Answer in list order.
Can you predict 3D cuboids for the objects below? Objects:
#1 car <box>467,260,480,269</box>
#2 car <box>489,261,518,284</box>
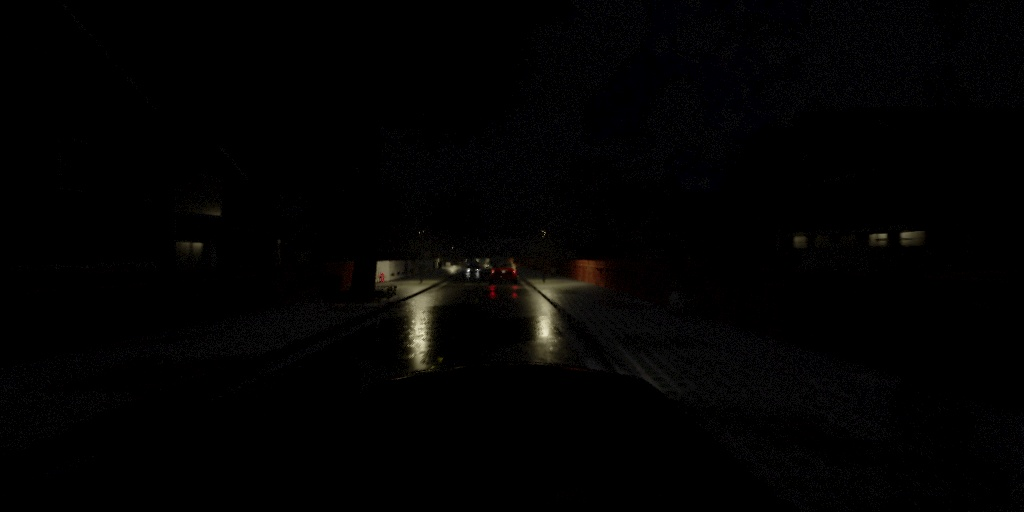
[{"bbox_3d":[-6.306,1.412,58.446,1.812,1.442,4.674,0,0,-6],"label":"car"},{"bbox_3d":[-0.724,1.170,28.344,2.097,1.767,4.553,0,0,-3],"label":"car"}]
